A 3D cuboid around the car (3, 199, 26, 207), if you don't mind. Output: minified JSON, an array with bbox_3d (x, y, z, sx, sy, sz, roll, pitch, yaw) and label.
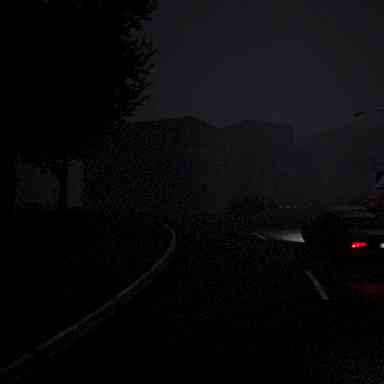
[{"bbox_3d":[-40.801,2.598,76.649,4.553,1.767,2.185,0,-1,-25],"label":"car"}]

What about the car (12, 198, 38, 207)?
[{"bbox_3d":[-41.354,2.572,82.549,5.566,2.045,2.435,0,-1,-25],"label":"car"}]

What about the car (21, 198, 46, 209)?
[{"bbox_3d":[-25.624,2.165,53.973,1.837,1.490,4.892,0,-2,-13],"label":"car"}]

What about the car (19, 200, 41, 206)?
[{"bbox_3d":[-41.568,2.859,85.529,4.892,1.521,2.231,0,-1,-25],"label":"car"}]

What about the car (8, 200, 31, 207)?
[{"bbox_3d":[-41.109,2.808,79.580,4.792,1.488,2.163,0,-1,-25],"label":"car"}]

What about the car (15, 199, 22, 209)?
[{"bbox_3d":[-29.352,2.321,59.663,1.837,1.490,4.892,0,-2,-8],"label":"car"}]

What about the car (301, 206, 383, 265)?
[{"bbox_3d":[4.923,1.315,10.521,2.033,1.411,5.357,0,1,6],"label":"car"}]

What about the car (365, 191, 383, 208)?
[{"bbox_3d":[16.117,0.576,27.136,5.008,1.535,1.882,-6,2,-34],"label":"car"}]

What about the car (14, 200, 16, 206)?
[{"bbox_3d":[-40.537,2.407,73.694,5.566,2.045,2.435,0,-2,-25],"label":"car"}]
